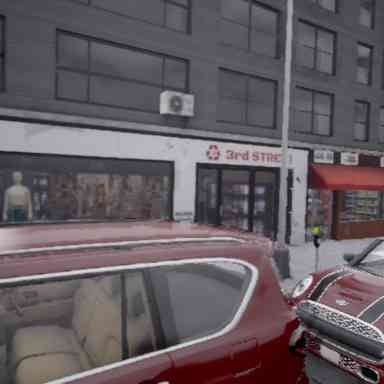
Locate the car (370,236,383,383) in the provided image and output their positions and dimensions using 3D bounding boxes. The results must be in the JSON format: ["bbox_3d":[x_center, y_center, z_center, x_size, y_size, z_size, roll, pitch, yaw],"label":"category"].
[{"bbox_3d":[3.326,1.383,4.860,4.097,1.590,1.967,1,2,-31],"label":"car"}]

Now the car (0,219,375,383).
[{"bbox_3d":[-1.479,1.169,2.017,5.009,1.841,2.192,1,2,-31],"label":"car"}]
